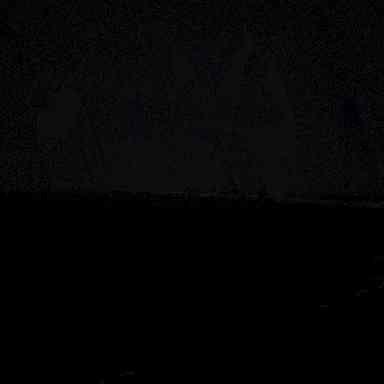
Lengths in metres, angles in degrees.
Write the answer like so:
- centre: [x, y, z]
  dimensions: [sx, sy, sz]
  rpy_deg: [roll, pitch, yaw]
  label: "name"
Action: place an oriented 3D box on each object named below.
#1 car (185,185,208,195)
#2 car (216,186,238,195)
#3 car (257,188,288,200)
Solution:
- centre: [1.223, -0.164, 64.022]
  dimensions: [1.994, 1.385, 4.181]
  rpy_deg: [-4, 4, -35]
  label: "car"
- centre: [6.461, -0.258, 61.439]
  dimensions: [1.837, 1.490, 4.892]
  rpy_deg: [-4, 3, -34]
  label: "car"
- centre: [11.808, 0.164, 48.868]
  dimensions: [2.097, 1.767, 4.553]
  rpy_deg: [-4, 4, -35]
  label: "car"
